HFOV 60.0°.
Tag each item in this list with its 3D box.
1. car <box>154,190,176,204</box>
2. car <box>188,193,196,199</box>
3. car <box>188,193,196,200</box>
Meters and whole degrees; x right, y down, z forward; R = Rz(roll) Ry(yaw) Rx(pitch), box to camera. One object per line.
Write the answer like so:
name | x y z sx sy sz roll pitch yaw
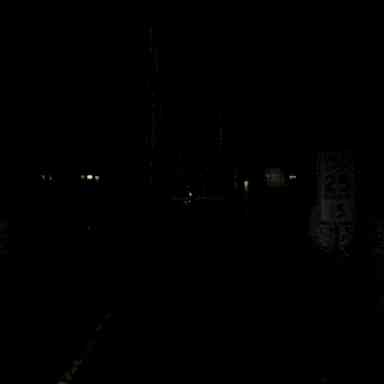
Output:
car | -3.032 0.757 37.625 2.150 2.045 5.566 0 0 0
car | -0.081 1.150 93.696 2.128 1.511 4.902 0 0 0
car | -0.072 1.361 83.691 1.994 1.385 4.181 0 0 0
